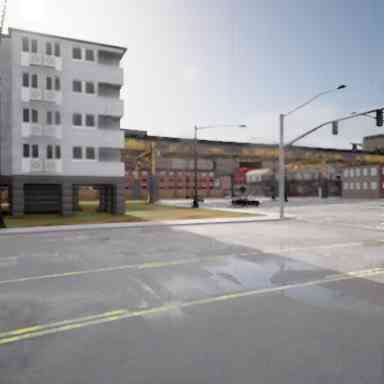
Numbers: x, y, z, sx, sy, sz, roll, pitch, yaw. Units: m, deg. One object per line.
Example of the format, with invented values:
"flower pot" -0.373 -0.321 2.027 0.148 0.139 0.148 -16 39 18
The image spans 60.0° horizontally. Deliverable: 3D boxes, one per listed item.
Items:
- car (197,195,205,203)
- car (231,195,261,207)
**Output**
"car" 1.345 1.269 63.590 1.837 1.490 4.892 -1 0 -4
"car" 7.504 1.397 46.471 1.895 1.301 4.718 0 0 -26
